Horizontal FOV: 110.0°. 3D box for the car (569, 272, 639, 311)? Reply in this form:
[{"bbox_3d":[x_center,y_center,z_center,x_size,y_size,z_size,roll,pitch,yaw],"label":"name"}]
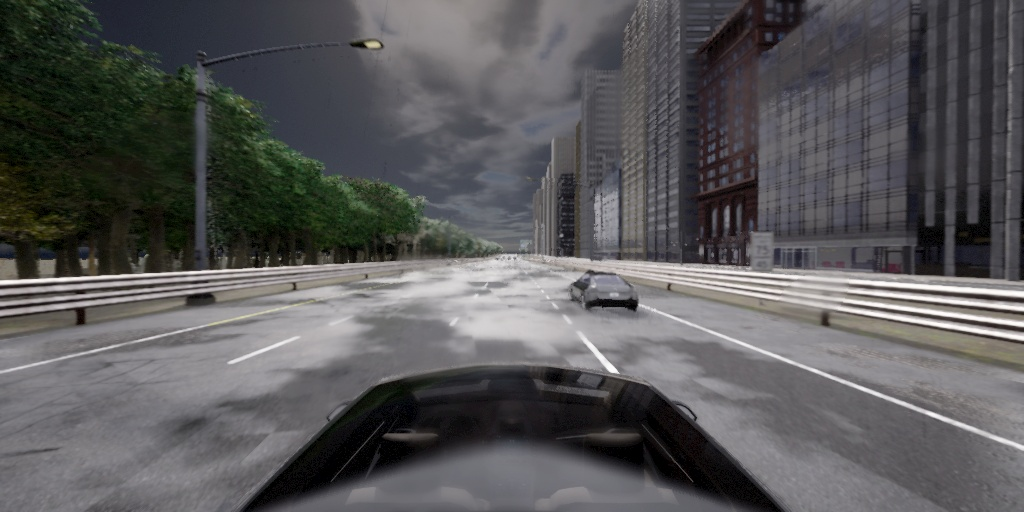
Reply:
[{"bbox_3d":[3.541,1.317,14.477,1.994,1.385,4.181,0,0,0],"label":"car"}]
